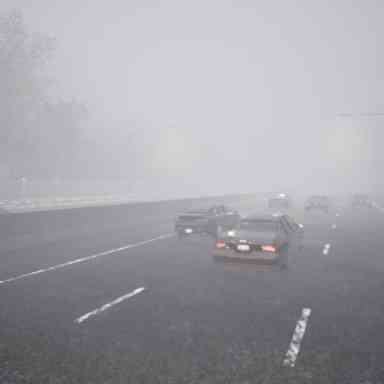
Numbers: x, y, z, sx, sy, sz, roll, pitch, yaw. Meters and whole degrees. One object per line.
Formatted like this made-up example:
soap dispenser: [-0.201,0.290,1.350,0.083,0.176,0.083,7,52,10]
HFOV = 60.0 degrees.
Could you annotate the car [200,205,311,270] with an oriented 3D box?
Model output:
car: [2.327,1.362,10.480,2.033,1.411,5.357,-1,1,25]

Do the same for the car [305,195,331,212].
car: [11.095,0.959,29.280,2.033,1.411,5.357,-1,1,25]

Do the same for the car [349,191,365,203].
car: [21.042,0.595,42.530,1.812,1.442,4.674,-1,1,25]

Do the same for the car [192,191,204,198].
car: [1.635,0.667,59.020,2.128,1.511,4.902,-1,1,26]

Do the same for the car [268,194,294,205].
car: [8.740,0.898,32.509,2.128,1.511,4.902,-1,1,25]

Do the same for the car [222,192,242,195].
car: [7.188,0.691,54.418,2.033,1.411,5.357,-1,1,25]

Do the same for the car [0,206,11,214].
car: [-10.752,1.558,16.036,1.895,1.301,4.718,-1,1,25]

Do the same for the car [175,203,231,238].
car: [0.899,1.272,15.696,1.837,1.490,4.892,-1,1,25]

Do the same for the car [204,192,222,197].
car: [4.212,0.694,56.310,1.812,1.442,4.674,-1,1,25]

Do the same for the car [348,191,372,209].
car: [16.480,0.824,32.587,2.033,1.411,5.357,-1,1,25]
